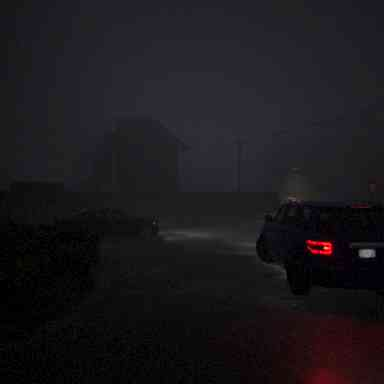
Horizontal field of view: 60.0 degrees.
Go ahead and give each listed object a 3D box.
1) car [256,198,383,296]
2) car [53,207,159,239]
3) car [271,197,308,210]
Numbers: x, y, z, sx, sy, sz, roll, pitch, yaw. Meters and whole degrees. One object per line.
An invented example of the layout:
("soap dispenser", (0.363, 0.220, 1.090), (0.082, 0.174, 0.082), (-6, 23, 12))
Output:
("car", (3.293, 1.227, 8.806), (2.150, 2.045, 5.566), (0, 0, 1))
("car", (-4.061, 1.484, 16.030), (5.008, 1.535, 1.882), (0, 0, -25))
("car", (12.940, 1.505, 44.296), (1.882, 1.535, 5.008), (0, 0, -25))
